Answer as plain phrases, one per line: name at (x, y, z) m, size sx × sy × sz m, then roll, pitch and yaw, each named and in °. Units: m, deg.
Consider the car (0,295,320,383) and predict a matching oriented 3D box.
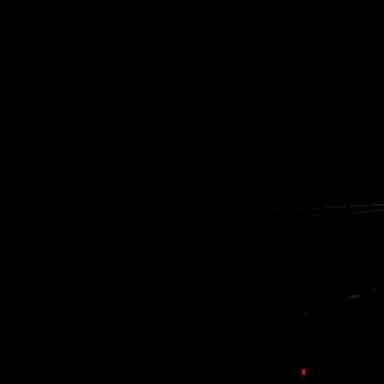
car at (-1.432, 1.549, 2.038) m, size 5.357 × 1.411 × 2.033 m, roll 0°, pitch 0°, yaw -36°
